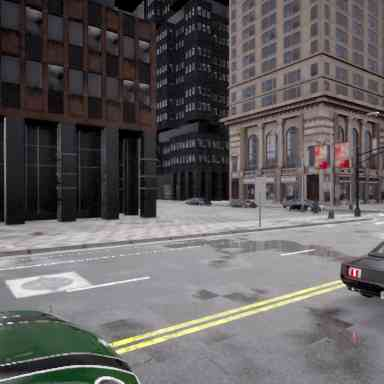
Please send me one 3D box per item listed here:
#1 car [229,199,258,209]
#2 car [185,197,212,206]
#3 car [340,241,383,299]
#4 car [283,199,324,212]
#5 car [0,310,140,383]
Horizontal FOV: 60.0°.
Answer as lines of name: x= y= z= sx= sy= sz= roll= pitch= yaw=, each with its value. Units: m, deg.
car: x=7.069 y=1.600 z=46.225 sx=1.994 sy=1.385 sz=4.181 roll=0 pitch=0 yaw=-36
car: x=1.005 y=1.597 z=54.820 sx=2.033 sy=1.411 sz=5.357 roll=0 pitch=0 yaw=-36
car: x=5.363 y=1.601 z=7.265 sx=4.718 sy=1.301 sz=1.895 roll=0 pitch=0 yaw=-35
car: x=12.734 y=1.517 z=38.223 sx=2.128 sy=1.511 sz=4.902 roll=0 pitch=0 yaw=-35
car: x=-2.439 y=1.351 z=1.698 sx=4.553 sy=1.767 sz=2.097 roll=0 pitch=0 yaw=-36
